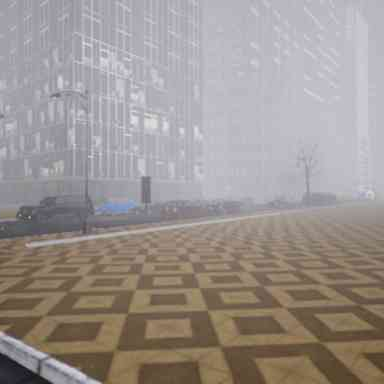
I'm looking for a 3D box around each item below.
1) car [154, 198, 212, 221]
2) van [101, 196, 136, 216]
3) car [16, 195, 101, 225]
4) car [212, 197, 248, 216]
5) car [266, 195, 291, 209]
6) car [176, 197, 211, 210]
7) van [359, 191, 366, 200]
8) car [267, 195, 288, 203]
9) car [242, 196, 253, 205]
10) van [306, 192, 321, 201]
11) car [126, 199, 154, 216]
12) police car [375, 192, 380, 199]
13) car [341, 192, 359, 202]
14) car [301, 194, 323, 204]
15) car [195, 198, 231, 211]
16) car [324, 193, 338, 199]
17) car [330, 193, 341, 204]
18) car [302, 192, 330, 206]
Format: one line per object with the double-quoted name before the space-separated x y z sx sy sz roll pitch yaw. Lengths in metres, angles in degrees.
"car" -0.638 1.369 26.707 1.967 1.590 4.097 0 1 40
"van" -7.194 1.303 32.309 1.690 1.788 3.998 0 1 40
"car" -9.988 1.238 24.853 2.150 2.045 5.566 0 0 40
"car" 3.005 1.446 31.077 1.947 1.339 4.313 0 1 40
"car" 10.326 1.364 39.785 1.802 1.307 4.206 0 1 40
"car" 0.263 1.408 40.904 1.887 1.381 4.507 0 1 40
"van" 36.128 0.783 70.114 1.690 1.788 3.998 0 1 40
"car" 15.014 1.234 58.229 1.947 1.339 4.313 0 1 40
"car" 4.237 1.339 36.633 2.128 1.511 4.902 0 0 40
"van" 26.072 0.863 71.226 1.690 1.788 3.998 0 1 40
"car" -3.658 1.533 32.288 1.895 1.301 4.718 0 0 40
"police car" 43.486 0.768 79.275 1.930 1.638 5.238 0 0 40
"car" 28.867 1.062 61.579 1.752 1.417 4.829 0 1 40
"car" 19.947 1.138 55.097 1.837 1.490 4.892 0 -1 40
"car" 2.557 1.450 39.580 1.895 1.301 4.718 0 0 40
"car" 33.445 0.991 79.895 1.947 1.339 4.313 0 1 40
"car" 21.384 0.951 52.781 2.192 1.841 5.009 0 1 40
"car" 17.698 1.000 48.448 2.192 1.841 5.009 0 1 40
